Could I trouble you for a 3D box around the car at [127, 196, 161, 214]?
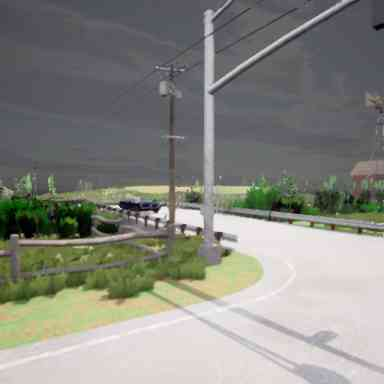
[{"bbox_3d":[-4.288,1.042,27.137,1.895,1.301,4.718,0,1,-32],"label":"car"}]
